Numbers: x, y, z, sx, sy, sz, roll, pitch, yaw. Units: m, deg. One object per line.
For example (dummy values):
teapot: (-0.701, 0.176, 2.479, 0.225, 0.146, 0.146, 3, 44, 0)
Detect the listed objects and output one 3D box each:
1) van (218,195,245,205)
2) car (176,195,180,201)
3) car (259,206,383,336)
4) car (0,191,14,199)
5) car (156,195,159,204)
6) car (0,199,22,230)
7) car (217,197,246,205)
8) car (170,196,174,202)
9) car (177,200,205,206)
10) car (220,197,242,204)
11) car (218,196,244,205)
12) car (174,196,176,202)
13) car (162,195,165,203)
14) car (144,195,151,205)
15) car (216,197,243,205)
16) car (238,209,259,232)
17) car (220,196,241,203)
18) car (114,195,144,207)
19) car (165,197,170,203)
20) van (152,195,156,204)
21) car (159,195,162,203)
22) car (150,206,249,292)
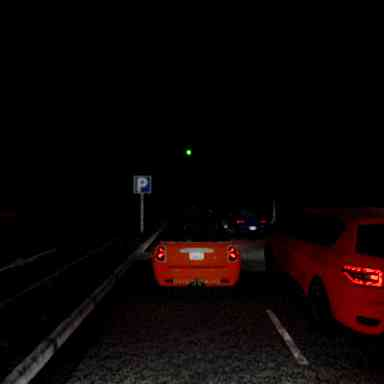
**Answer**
van: (7.171, 1.560, 62.028, 4.442, 1.987, 1.878, 1, 0, -14)
car: (-6.789, 2.109, 95.284, 5.008, 1.535, 2.097, -1, 0, -11)
car: (3.098, 1.294, 6.937, 2.150, 2.045, 5.566, 0, 0, 0)
car: (-28.255, 0.556, 50.245, 2.002, 1.452, 4.674, 6, -3, -19)
car: (-10.142, 1.917, 71.355, 4.892, 1.521, 2.231, -1, -1, -14)
car: (-13.666, 1.583, 21.588, 4.553, 1.767, 2.185, -1, 0, -19)
car: (8.080, 1.831, 67.991, 5.366, 1.575, 1.946, 1, -1, -13)
car: (-8.159, 1.786, 86.345, 5.566, 2.045, 2.435, -1, -1, -12)
car: (0.200, 1.558, 20.626, 2.097, 1.767, 4.553, 0, -1, 1)
car: (8.952, 1.938, 76.768, 4.674, 1.452, 2.002, 1, -1, -12)
car: (7.549, 1.684, 64.998, 4.553, 1.767, 2.185, 1, -1, -14)
car: (-7.742, 2.062, 89.323, 5.008, 1.535, 2.097, -1, -1, -12)
car: (-9.408, 2.005, 77.353, 4.674, 1.452, 2.002, -1, -1, -13)
car: (-10.912, 1.836, 62.391, 5.366, 1.575, 1.946, -1, -1, -15)
car: (8.057, 1.849, 70.842, 5.366, 1.575, 1.946, 1, 0, -13)
car: (3.179, 1.720, 19.539, 1.812, 1.442, 4.674, 0, -1, 1)
car: (9.314, 1.794, 79.700, 4.553, 1.767, 2.185, 1, -1, -12)
car: (-11.551, 1.854, 59.397, 4.792, 1.488, 2.163, -1, 0, -15)
car: (-8.604, 2.053, 83.336, 4.674, 1.452, 2.002, -1, 0, -12)
van: (-10.364, 1.664, 68.385, 4.442, 1.987, 1.878, -1, -1, -14)
car: (-9.774, 1.980, 74.350, 4.674, 1.452, 2.002, -1, 0, -13)
car: (0.110, 1.445, 9.384, 2.097, 1.767, 4.553, 0, -1, 0)
